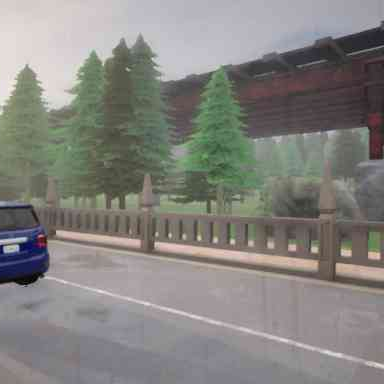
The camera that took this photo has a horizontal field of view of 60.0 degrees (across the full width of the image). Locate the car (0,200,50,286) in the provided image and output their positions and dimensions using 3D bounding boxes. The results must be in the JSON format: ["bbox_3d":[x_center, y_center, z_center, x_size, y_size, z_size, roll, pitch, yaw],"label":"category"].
[{"bbox_3d":[-5.796,1.217,8.150,5.566,2.045,2.150,0,0,35],"label":"car"}]
